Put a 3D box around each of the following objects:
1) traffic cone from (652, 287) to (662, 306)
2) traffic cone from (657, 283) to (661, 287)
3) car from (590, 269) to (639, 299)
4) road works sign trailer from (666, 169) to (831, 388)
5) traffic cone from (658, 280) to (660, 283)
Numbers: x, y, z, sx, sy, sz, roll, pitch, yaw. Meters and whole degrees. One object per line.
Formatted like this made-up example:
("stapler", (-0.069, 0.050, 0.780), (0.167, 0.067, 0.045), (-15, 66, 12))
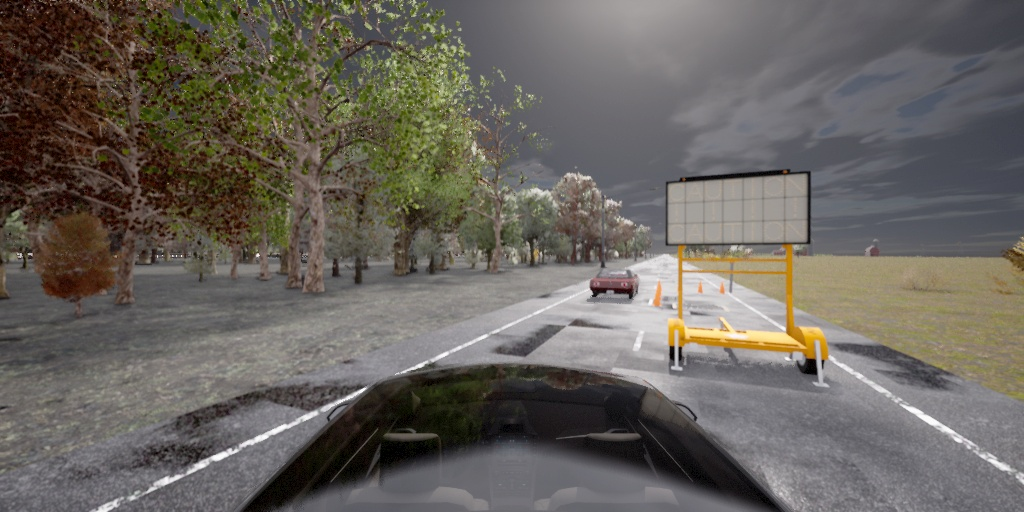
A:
("traffic cone", (5.717, 1.650, 14.148), (0.340, 0.580, 0.340), (0, 0, 23))
("traffic cone", (6.503, 1.642, 15.987), (0.340, 0.580, 0.340), (0, 0, 23))
("car", (5.236, 1.281, 17.884), (1.895, 1.301, 4.718), (0, 0, 23))
("road works sign trailer", (4.342, 0.189, 7.124), (2.380, 3.560, 2.880), (0, 0, 23))
("traffic cone", (7.289, 1.634, 17.826), (0.340, 0.580, 0.340), (0, 0, 23))
